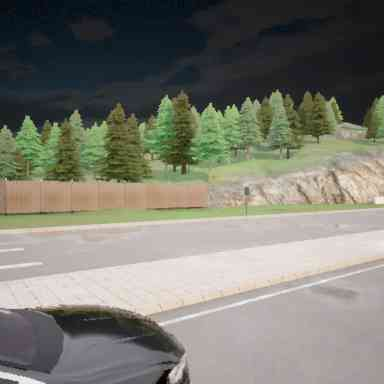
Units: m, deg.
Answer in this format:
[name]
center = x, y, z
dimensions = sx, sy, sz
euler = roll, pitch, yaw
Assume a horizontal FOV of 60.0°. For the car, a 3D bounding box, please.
[car]
center = -2.232, 1.491, 2.153
dimensions = 4.902, 1.511, 2.128
euler = 0, 0, -35
